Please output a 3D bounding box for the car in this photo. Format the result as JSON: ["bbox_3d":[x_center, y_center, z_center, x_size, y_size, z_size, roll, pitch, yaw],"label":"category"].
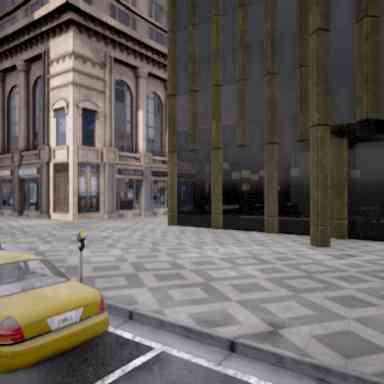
[{"bbox_3d":[-3.428,1.513,5.400,4.829,1.417,1.752,0,0,35],"label":"car"}]
